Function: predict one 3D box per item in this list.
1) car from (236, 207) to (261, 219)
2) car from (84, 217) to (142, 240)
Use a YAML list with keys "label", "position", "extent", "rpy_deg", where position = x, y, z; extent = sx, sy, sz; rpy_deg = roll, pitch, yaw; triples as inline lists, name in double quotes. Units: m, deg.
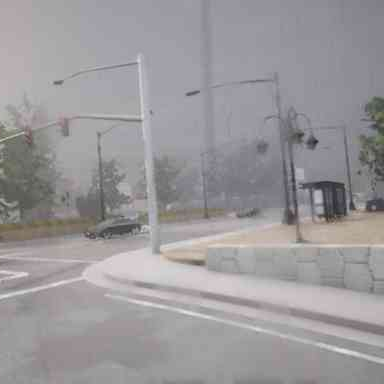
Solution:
- label: "car"
  position: [7.667, 2.780, 44.734]
  extent: [1.837, 1.490, 4.892]
  rpy_deg: [-6, -4, 37]
- label: "car"
  position: [-6.104, 2.814, 26.082]
  extent: [1.837, 1.490, 4.892]
  rpy_deg: [-6, -4, 36]
